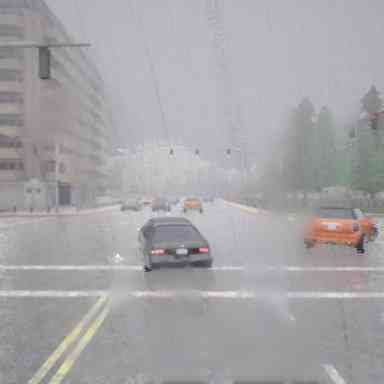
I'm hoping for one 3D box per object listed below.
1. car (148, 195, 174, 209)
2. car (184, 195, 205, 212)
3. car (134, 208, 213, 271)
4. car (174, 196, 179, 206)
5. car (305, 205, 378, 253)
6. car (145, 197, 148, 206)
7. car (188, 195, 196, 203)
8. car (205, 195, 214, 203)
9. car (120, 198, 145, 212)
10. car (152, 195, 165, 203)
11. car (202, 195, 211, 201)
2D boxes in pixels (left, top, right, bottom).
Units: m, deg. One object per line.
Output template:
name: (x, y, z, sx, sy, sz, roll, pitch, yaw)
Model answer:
car: (-3.584, 1.397, 39.750, 2.097, 1.767, 4.553, 0, 0, 0)
car: (0.107, 1.395, 39.229, 2.097, 1.767, 4.553, 0, 0, 0)
car: (-0.777, 1.534, 10.988, 2.033, 1.411, 5.357, 0, 1, -12)
car: (-3.550, 1.586, 55.317, 1.812, 1.442, 4.674, 0, 0, 0)
car: (6.331, 1.325, 14.001, 2.097, 1.767, 4.553, 0, 0, 34)
car: (-7.053, 1.537, 54.496, 1.882, 1.535, 5.008, 0, 0, 0)
car: (0.012, 1.558, 73.119, 1.882, 1.535, 5.008, 0, 0, 0)
car: (3.511, 1.430, 71.306, 2.097, 1.767, 4.553, 0, 0, 0)
car: (-7.084, 1.569, 39.045, 1.812, 1.442, 4.674, 0, 0, 0)
car: (-6.989, 1.427, 69.585, 2.097, 1.767, 4.553, 0, 0, 0)
car: (3.513, 1.497, 79.731, 1.994, 1.385, 4.181, 0, 0, 0)
